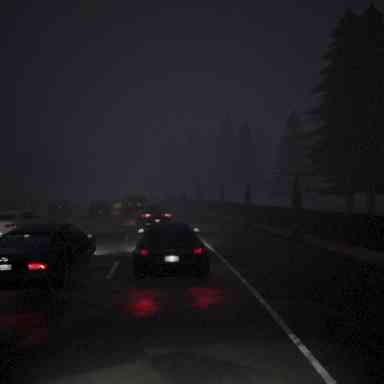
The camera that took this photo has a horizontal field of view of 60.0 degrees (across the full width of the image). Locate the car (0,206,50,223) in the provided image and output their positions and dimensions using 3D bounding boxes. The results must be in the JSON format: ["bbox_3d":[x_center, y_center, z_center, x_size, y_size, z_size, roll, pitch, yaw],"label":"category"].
[{"bbox_3d":[-8.552,1.583,16.064,1.812,1.442,4.674,0,0,-10],"label":"car"}]

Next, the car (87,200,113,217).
[{"bbox_3d":[-8.966,1.580,32.007,1.882,1.535,5.008,0,0,-18],"label":"car"}]

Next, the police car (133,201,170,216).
[{"bbox_3d":[-2.530,1.567,21.688,2.038,1.542,4.974,0,-1,-13],"label":"police car"}]

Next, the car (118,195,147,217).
[{"bbox_3d":[-5.787,1.325,33.539,2.150,2.045,5.566,0,0,-19],"label":"car"}]

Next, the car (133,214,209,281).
[{"bbox_3d":[-0.687,1.594,10.065,1.994,1.385,4.181,0,0,-6],"label":"car"}]

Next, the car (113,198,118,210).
[{"bbox_3d":[-10.081,1.595,44.610,1.801,1.575,5.366,0,0,-23],"label":"car"}]

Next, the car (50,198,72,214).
[{"bbox_3d":[-13.320,1.466,33.832,2.097,1.767,4.553,0,0,-19],"label":"car"}]

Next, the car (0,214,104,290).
[{"bbox_3d":[-4.027,1.579,9.231,2.033,1.411,5.357,0,0,-5],"label":"car"}]
